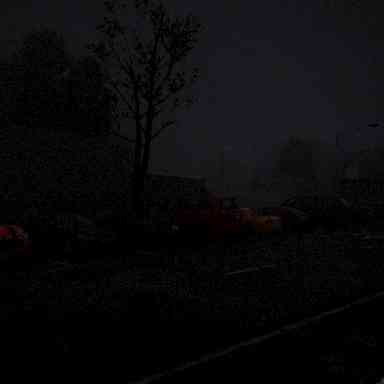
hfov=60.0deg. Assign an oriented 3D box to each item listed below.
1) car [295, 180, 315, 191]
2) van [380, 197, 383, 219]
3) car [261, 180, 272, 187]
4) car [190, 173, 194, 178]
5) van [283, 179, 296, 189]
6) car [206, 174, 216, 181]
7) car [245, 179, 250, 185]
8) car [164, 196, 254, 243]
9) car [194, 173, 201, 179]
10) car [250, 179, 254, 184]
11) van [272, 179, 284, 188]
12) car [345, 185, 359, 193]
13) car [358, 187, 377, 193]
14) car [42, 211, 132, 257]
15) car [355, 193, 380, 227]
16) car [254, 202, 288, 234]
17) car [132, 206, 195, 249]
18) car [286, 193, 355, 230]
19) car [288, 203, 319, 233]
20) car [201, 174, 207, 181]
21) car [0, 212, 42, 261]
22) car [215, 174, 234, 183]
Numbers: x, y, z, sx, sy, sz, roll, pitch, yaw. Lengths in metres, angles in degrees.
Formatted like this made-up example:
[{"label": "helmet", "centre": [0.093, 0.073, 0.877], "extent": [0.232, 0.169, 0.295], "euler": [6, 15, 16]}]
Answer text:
[{"label": "car", "centre": [22.607, -0.991, 65.166], "extent": [2.231, 1.521, 4.892], "euler": [7, 3, 35]}, {"label": "van", "centre": [12.247, 1.298, 25.055], "extent": [4.442, 1.987, 1.878], "euler": [-1, -1, 35]}, {"label": "car", "centre": [17.536, -1.810, 72.726], "extent": [1.946, 1.575, 5.366], "euler": [7, 3, 35]}, {"label": "car", "centre": [1.689, -4.361, 94.547], "extent": [2.435, 2.045, 5.566], "euler": [1, -1, 34]}, {"label": "van", "centre": [20.844, -1.489, 67.527], "extent": [1.878, 1.987, 4.442], "euler": [7, 4, 35]}, {"label": "car", "centre": [6.992, -3.697, 87.268], "extent": [2.435, 2.045, 5.566], "euler": [7, 3, 34]}, {"label": "car", "centre": [13.958, -2.316, 77.505], "extent": [2.002, 1.452, 4.674], "euler": [7, 3, 35]}, {"label": "car", "centre": [-0.150, 1.249, 16.455], "extent": [5.566, 2.045, 2.435], "euler": [-1, -1, 34]}, {"label": "car", "centre": [3.463, -4.083, 92.201], "extent": [2.185, 1.767, 4.553], "euler": [4, 1, 33]}, {"label": "car", "centre": [15.702, -2.042, 75.045], "extent": [2.002, 1.452, 4.674], "euler": [7, 3, 35]}, {"label": "van", "centre": [19.113, -1.763, 69.997], "extent": [1.878, 1.987, 4.442], "euler": [7, 4, 35]}, {"label": "car", "centre": [27.824, -0.425, 57.786], "extent": [2.435, 2.045, 5.566], "euler": [7, 3, 35]}, {"label": "car", "centre": [29.517, 0.138, 55.315], "extent": [2.002, 1.452, 4.674], "euler": [7, 3, 35]}, {"label": "car", "centre": [-5.011, 1.495, 12.959], "extent": [4.892, 1.521, 2.231], "euler": [-1, -1, 34]}, {"label": "car", "centre": [9.711, 1.268, 23.383], "extent": [5.566, 2.045, 2.435], "euler": [-1, -1, 35]}, {"label": "car", "centre": [2.168, 1.504, 18.285], "extent": [5.366, 1.575, 1.946], "euler": [-1, -1, 35]}, {"label": "car", "centre": [-2.593, 1.525, 14.708], "extent": [4.792, 1.488, 2.163], "euler": [-1, -1, 34]}, {"label": "car", "centre": [7.199, 1.264, 21.675], "extent": [5.566, 2.045, 2.435], "euler": [-1, -1, 35]}, {"label": "car", "centre": [4.773, 1.550, 19.915], "extent": [4.674, 1.452, 2.002], "euler": [-1, -1, 35]}, {"label": "car", "centre": [5.195, -3.849, 89.732], "extent": [2.185, 1.767, 4.553], "euler": [6, 3, 34]}, {"label": "car", "centre": [-7.476, 1.367, 11.231], "extent": [4.553, 1.767, 2.185], "euler": [-1, -1, 34]}, {"label": "car", "centre": [8.845, -3.174, 85.011], "extent": [1.946, 1.575, 5.366], "euler": [7, 3, 34]}]
